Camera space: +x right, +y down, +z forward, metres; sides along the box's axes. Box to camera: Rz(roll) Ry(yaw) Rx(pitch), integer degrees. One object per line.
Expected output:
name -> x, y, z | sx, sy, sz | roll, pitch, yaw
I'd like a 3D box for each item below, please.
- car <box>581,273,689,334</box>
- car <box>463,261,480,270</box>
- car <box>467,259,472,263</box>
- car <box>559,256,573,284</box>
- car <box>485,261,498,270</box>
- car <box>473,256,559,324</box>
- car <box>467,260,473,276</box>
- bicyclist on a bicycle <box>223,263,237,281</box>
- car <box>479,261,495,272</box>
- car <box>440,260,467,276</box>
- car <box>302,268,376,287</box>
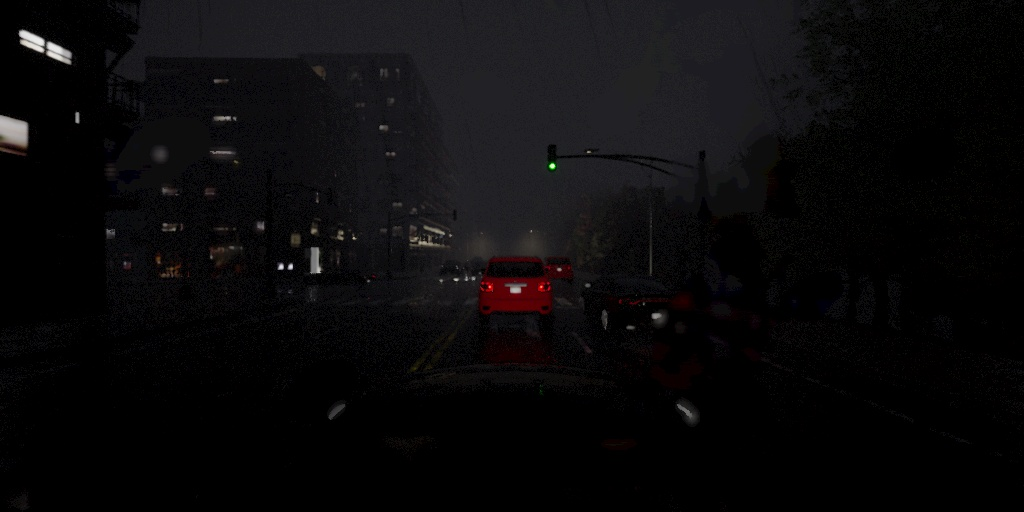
car -> 3.349, 1.251, 10.735 | 1.882, 1.535, 5.008 | 0, 0, 0
car -> -6.514, 1.462, 58.245 | 2.033, 1.411, 5.357 | 0, 0, 0
car -> -6.582, 1.484, 48.594 | 1.895, 1.301, 4.718 | 0, 0, 0
car -> 3.339, 1.047, 27.919 | 2.150, 2.045, 5.566 | 0, 0, 0
car -> -3.267, 1.479, 58.206 | 1.994, 1.385, 4.181 | 0, 0, 0
car -> 0.099, 1.001, 12.301 | 2.150, 2.045, 5.566 | 0, 0, 0
car -> -3.347, 1.403, 39.776 | 2.033, 1.411, 5.357 | 0, 0, 0
bicyclist on a bicycle -> -24.881, 1.408, 31.642 | 0.582, 1.620, 1.656 | -1, 0, -1
car -> -3.329, 1.390, 49.312 | 1.837, 1.490, 4.892 | 0, 0, 0
car -> -6.597, 1.207, 39.601 | 2.097, 1.767, 4.553 | 0, 0, 0
car -> -12.679, 1.555, 26.296 | 4.718, 1.301, 1.895 | -1, 0, 5
